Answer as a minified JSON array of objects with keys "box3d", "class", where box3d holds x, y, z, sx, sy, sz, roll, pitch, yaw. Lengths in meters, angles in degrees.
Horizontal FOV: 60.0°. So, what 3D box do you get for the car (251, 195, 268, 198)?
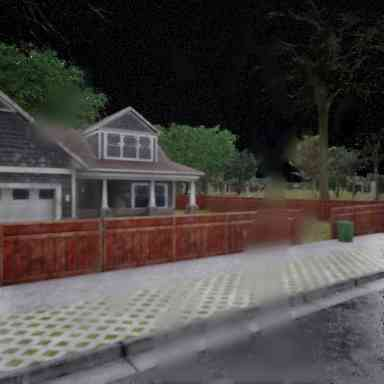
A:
[{"box3d":[7.731,1.170,37.502,1.882,1.535,5.008,0,1,-36],"class":"car"}]
